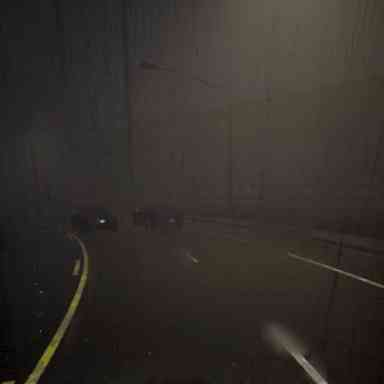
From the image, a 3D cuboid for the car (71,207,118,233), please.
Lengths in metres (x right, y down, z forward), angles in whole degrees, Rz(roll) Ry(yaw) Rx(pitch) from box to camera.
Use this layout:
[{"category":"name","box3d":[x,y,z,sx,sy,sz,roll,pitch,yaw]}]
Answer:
[{"category":"car","box3d":[-5.942,1.580,19.950,1.994,1.385,4.181,0,0,-30]}]

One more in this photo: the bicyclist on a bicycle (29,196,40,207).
[{"category":"bicyclist on a bicycle","box3d":[-23.651,1.387,49.916,0.582,1.620,1.656,0,0,14]}]

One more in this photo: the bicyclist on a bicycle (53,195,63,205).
[{"category":"bicyclist on a bicycle","box3d":[-22.415,1.376,55.649,1.656,1.620,0.582,0,0,-5]}]

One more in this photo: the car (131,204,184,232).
[{"category":"car","box3d":[-2.269,1.473,20.566,1.882,1.535,5.008,0,0,-28]}]

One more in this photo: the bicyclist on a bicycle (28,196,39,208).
[{"category":"bicyclist on a bicycle","box3d":[-23.396,1.462,48.985,1.656,1.620,0.582,-11,9,-40]}]
